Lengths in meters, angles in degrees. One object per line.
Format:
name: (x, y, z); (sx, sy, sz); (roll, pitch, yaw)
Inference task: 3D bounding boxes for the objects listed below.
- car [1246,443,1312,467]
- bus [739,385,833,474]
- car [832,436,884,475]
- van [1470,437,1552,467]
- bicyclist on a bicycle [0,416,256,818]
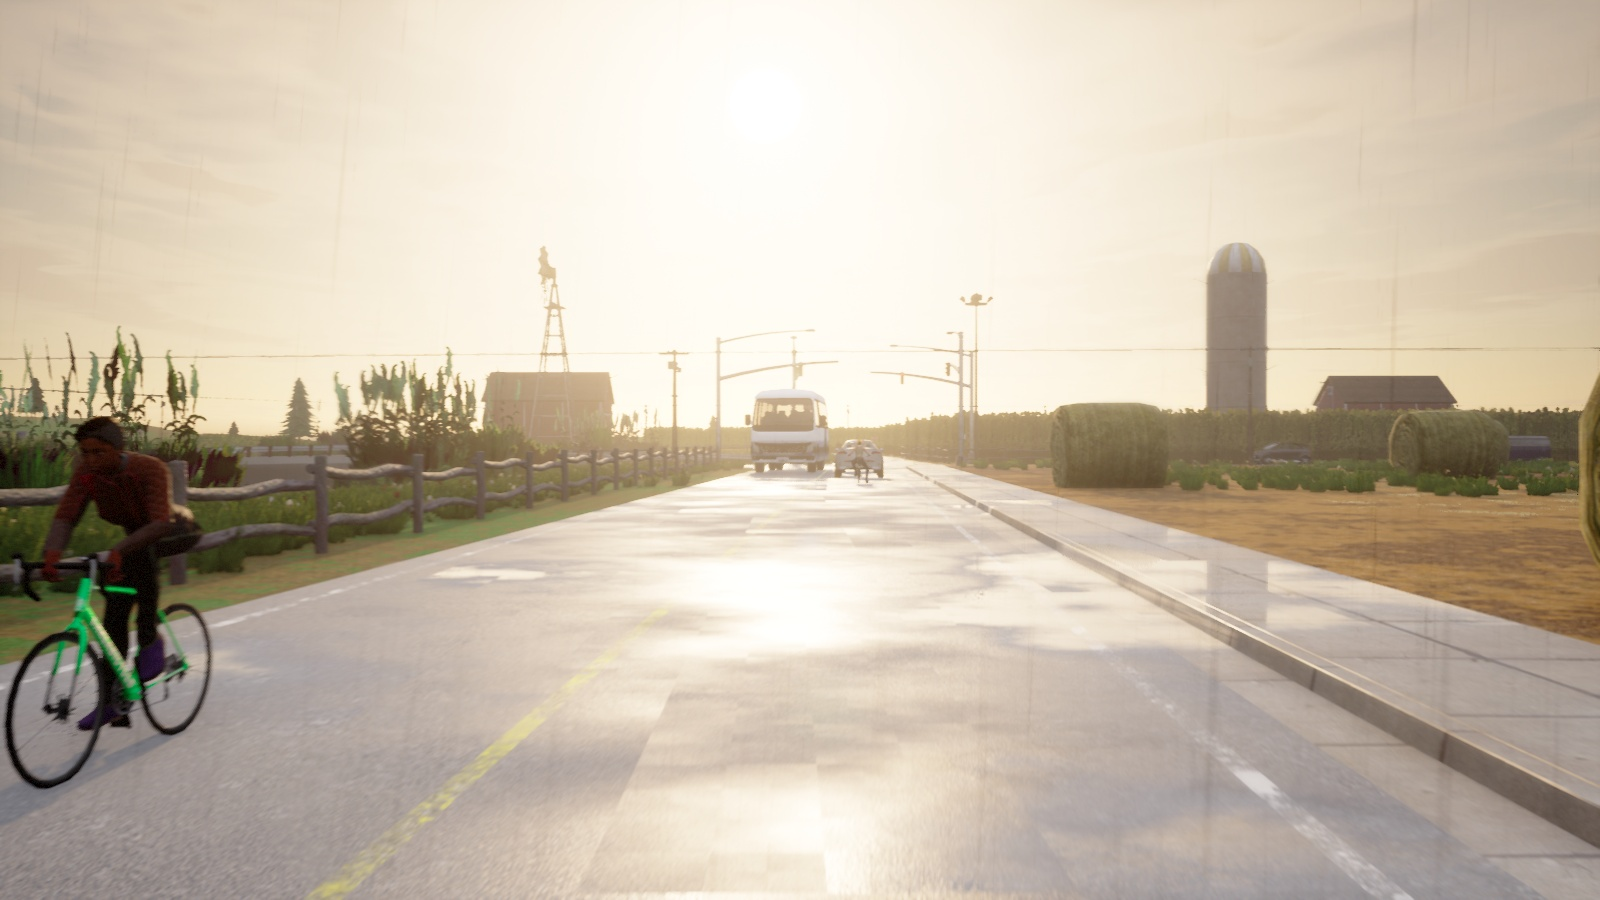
car: (32.019, 0.321, 83.999); (3.705, 1.549, 1.789); (0, 0, 0)
bus: (-0.536, -1.000, 65.380); (3.944, 4.253, 10.273); (0, 0, 5)
car: (2.533, 0.217, 55.065); (2.152, 1.651, 5.027); (0, 0, 3)
van: (47.596, 0.111, 84.074); (4.442, 1.987, 1.775); (0, 0, 2)
bicyclist on a bicycle: (-3.236, 0.663, 5.888); (0.582, 1.620, 1.656); (0, 1, 3)
